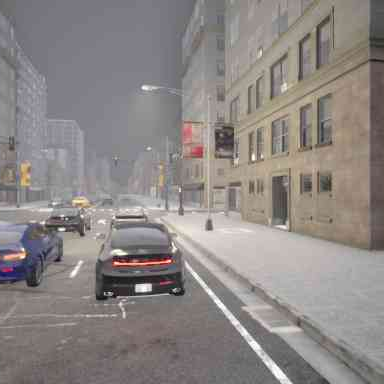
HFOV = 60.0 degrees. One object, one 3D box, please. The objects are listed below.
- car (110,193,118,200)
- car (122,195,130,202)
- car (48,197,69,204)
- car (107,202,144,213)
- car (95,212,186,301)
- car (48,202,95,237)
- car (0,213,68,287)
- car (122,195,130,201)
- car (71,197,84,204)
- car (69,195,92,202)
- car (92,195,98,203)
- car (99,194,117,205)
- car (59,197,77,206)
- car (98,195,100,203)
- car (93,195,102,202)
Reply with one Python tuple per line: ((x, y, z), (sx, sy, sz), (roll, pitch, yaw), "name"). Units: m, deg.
((-21.032, 1.247, 89.202), (2.150, 2.045, 5.566), (0, 0, -11), "car")
((-15.869, 1.617, 80.018), (1.895, 1.301, 4.718), (0, 0, -11), "car")
((-19.546, 1.510, 48.175), (2.128, 1.511, 4.902), (0, 0, -14), "car")
((-3.297, 1.495, 17.579), (2.128, 1.511, 4.902), (0, 0, -11), "car")
((-1.360, 1.506, 8.456), (1.837, 1.490, 4.892), (0, 0, -11), "car")
((-6.591, 1.509, 17.988), (1.837, 1.490, 4.892), (0, 0, -11), "car")
((-4.784, 1.527, 9.020), (1.812, 1.442, 4.674), (0, 0, -11), "car")
((-17.840, 1.499, 89.814), (1.882, 1.535, 5.008), (0, 0, -11), "car")
((-23.311, 1.617, 67.588), (1.895, 1.301, 4.718), (0, 0, -11), "car")
((-16.335, 1.496, 48.949), (1.882, 1.535, 5.008), (0, 0, -11), "car")
((-18.132, 1.373, 58.036), (2.097, 1.767, 4.553), (0, 0, -12), "car")
((-14.819, 1.527, 58.863), (1.837, 1.490, 4.892), (0, 0, -11), "car")
((-21.393, 1.568, 57.745), (2.033, 1.411, 5.357), (0, 0, -11), "car")
((-20.008, 1.575, 67.647), (1.994, 1.385, 4.181), (0, 0, -11), "car")
((-21.999, 1.497, 77.532), (1.837, 1.490, 4.892), (0, 0, -11), "car")
